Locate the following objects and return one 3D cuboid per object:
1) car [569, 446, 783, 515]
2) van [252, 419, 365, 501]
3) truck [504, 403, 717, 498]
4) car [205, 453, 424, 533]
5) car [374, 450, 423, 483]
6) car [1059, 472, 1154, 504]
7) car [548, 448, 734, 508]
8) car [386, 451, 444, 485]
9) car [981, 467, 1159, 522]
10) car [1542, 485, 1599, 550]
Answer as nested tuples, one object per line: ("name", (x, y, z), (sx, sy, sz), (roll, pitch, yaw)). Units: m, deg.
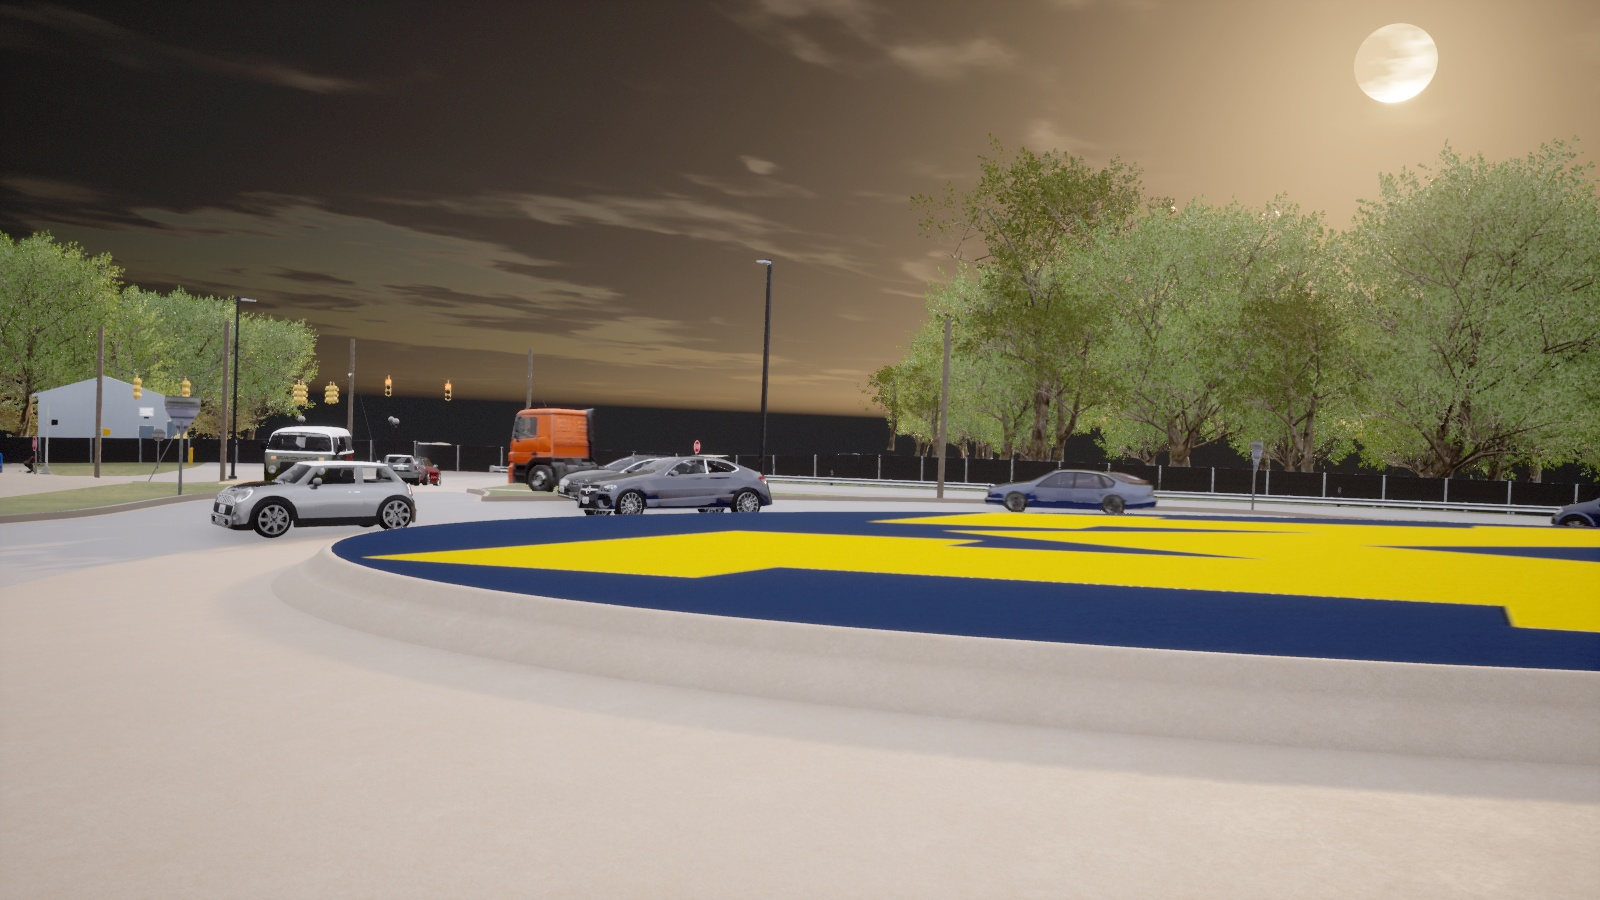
("car", (-3.146, 0.800, 32.222), (5.027, 1.651, 2.152), (2, -1, -33))
("van", (-13.517, 0.253, 34.791), (2.069, 2.038, 4.480), (3, 0, -11))
("truck", (-7.447, -0.013, 49.042), (7.936, 3.462, 2.891), (1, -1, 27))
("car", (-10.115, 0.857, 26.275), (3.806, 1.475, 1.970), (1, 2, -40))
("car", (-19.600, 0.793, 61.195), (1.970, 1.475, 3.806), (2, -1, -22))
("car", (16.514, 2.033, 67.719), (4.674, 1.442, 1.812), (2, 1, 27))
("car", (-4.637, 0.829, 36.848), (4.902, 1.511, 2.128), (2, 2, -30))
("car", (-21.371, 1.013, 69.832), (2.097, 1.767, 4.553), (3, -1, -5))
("car", (8.559, 1.375, 39.918), (5.357, 1.411, 2.033), (2, 2, 13))
("car", (21.677, 1.777, 32.343), (1.851, 1.617, 3.988), (1, 0, -40))
